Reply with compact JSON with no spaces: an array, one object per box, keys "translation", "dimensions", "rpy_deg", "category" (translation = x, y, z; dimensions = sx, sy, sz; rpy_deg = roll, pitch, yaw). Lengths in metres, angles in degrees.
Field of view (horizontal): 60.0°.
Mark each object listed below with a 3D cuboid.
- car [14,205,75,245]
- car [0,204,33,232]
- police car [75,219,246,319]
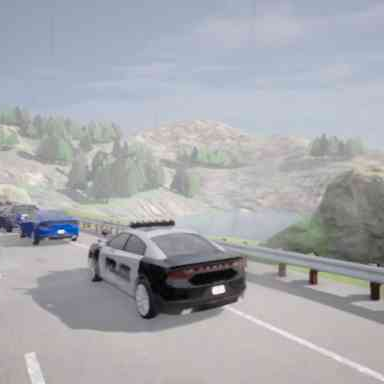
[{"translation":[-7.242,1.617,16.616],"dimensions":[1.882,1.535,5.008],"rpy_deg":[0,0,-37],"category":"car"},{"translation":[-11.249,1.549,21.774],"dimensions":[2.097,1.767,4.553],"rpy_deg":[0,0,-39],"category":"car"},{"translation":[-0.987,1.470,7.784],"dimensions":[1.930,1.638,5.238],"rpy_deg":[0,0,-34],"category":"police car"}]
